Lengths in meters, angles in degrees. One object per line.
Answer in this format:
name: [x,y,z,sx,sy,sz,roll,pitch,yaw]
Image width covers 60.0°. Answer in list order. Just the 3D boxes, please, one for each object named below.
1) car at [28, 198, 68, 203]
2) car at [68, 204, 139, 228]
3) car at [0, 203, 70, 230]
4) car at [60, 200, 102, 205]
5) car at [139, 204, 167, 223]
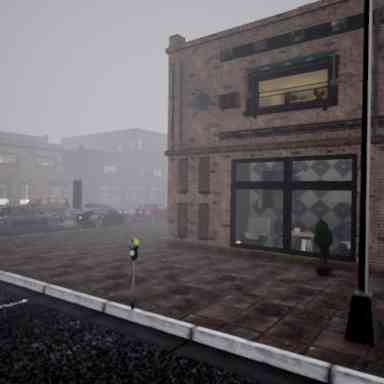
car: [-13.098,1.409,29.113,2.192,1.841,5.009,0,0,36]
car: [-6.326,1.792,24.181,1.947,1.339,4.313,0,0,36]
car: [-11.415,1.685,22.328,2.033,1.411,5.357,1,0,42]
car: [-9.172,1.690,30.104,1.812,1.442,4.674,1,0,36]
car: [-3.059,1.720,28.667,1.967,1.590,4.097,0,0,36]
